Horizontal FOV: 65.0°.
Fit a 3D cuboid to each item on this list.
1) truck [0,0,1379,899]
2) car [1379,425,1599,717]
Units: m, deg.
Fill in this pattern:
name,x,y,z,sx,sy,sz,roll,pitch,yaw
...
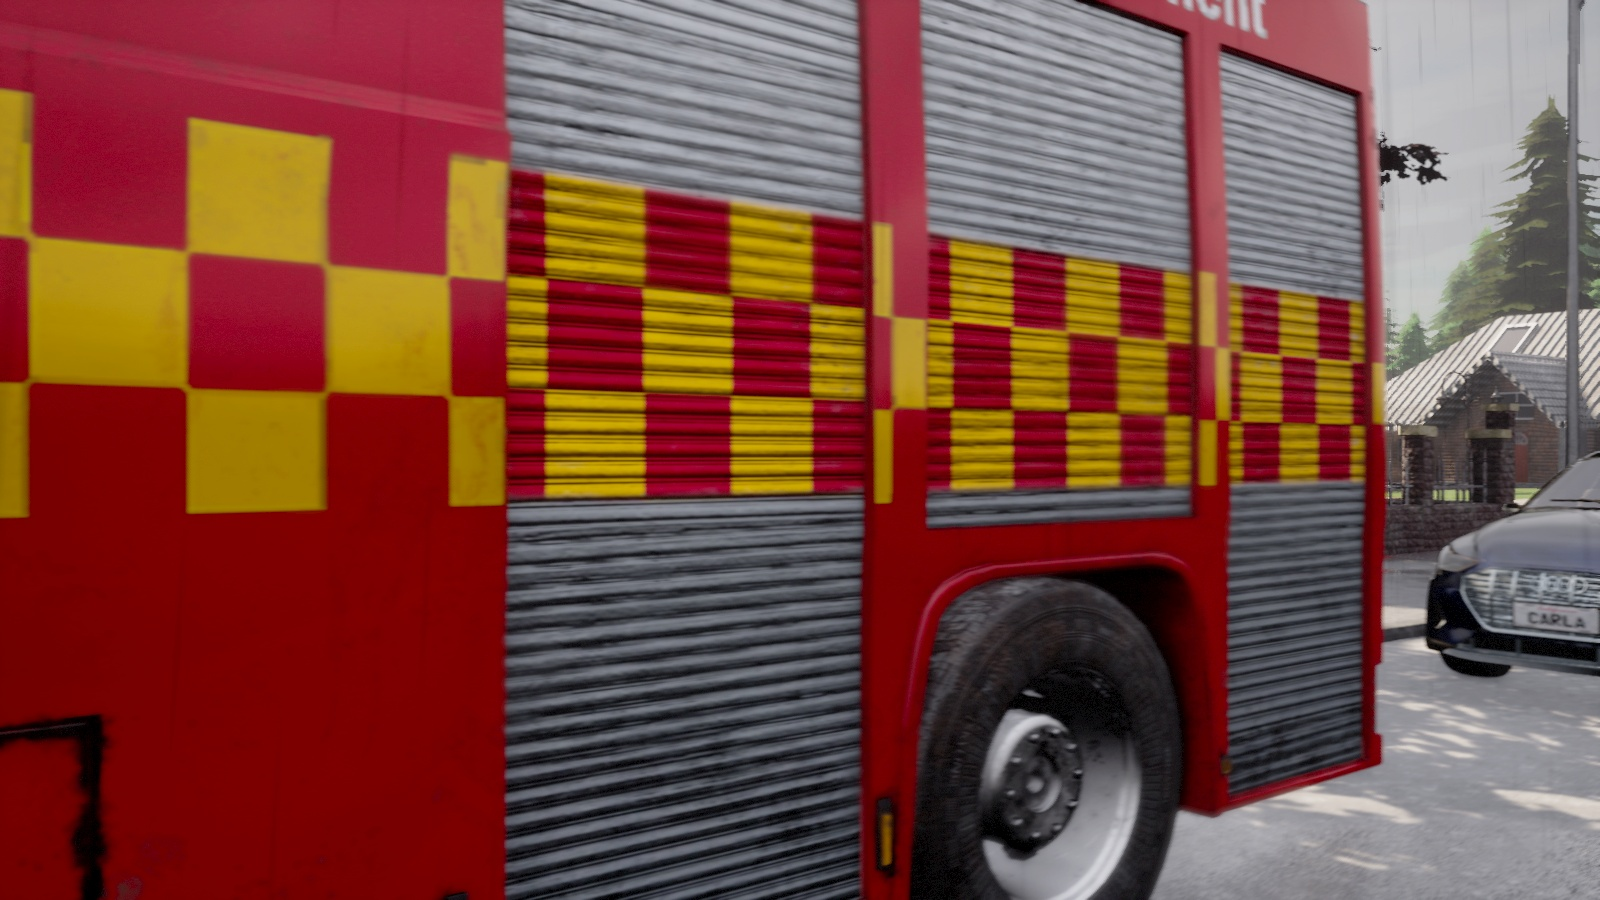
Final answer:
name,x,y,z,sx,sy,sz,roll,pitch,yaw
truck,-2.248,-0.408,2.838,8.468,3.827,2.891,0,0,-38
car,6.258,0.683,8.812,4.856,1.649,2.033,0,0,-39
